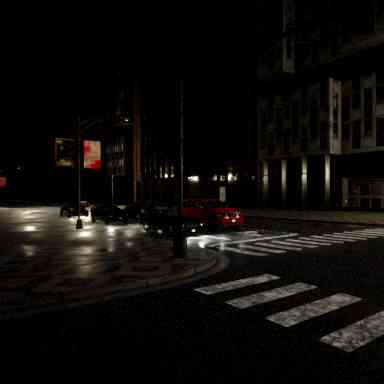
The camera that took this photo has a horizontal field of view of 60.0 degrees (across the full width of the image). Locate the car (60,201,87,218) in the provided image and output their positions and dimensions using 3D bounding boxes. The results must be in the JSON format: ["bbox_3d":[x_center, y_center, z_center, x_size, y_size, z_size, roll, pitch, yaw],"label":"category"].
[{"bbox_3d":[-13.067,1.866,36.851,2.097,1.767,4.553,0,-1,-36],"label":"car"}]

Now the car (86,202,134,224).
[{"bbox_3d":[-7.154,1.855,28.581,1.882,1.535,5.008,0,-1,-36],"label":"car"}]

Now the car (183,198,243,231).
[{"bbox_3d":[1.023,1.455,22.790,2.150,2.045,5.566,0,-1,-34],"label":"car"}]

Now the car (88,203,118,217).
[{"bbox_3d":[-10.421,2.024,38.736,1.812,1.442,4.674,0,-1,-35],"label":"car"}]

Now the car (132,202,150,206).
[{"bbox_3d":[-4.635,1.716,30.653,2.097,1.767,4.553,0,-1,-36],"label":"car"}]

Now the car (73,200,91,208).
[{"bbox_3d":[-22.027,2.405,66.420,2.033,1.411,5.357,0,-1,-36],"label":"car"}]

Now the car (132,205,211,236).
[{"bbox_3d":[-1.461,1.793,20.632,2.033,1.411,5.357,0,-1,-36],"label":"car"}]
